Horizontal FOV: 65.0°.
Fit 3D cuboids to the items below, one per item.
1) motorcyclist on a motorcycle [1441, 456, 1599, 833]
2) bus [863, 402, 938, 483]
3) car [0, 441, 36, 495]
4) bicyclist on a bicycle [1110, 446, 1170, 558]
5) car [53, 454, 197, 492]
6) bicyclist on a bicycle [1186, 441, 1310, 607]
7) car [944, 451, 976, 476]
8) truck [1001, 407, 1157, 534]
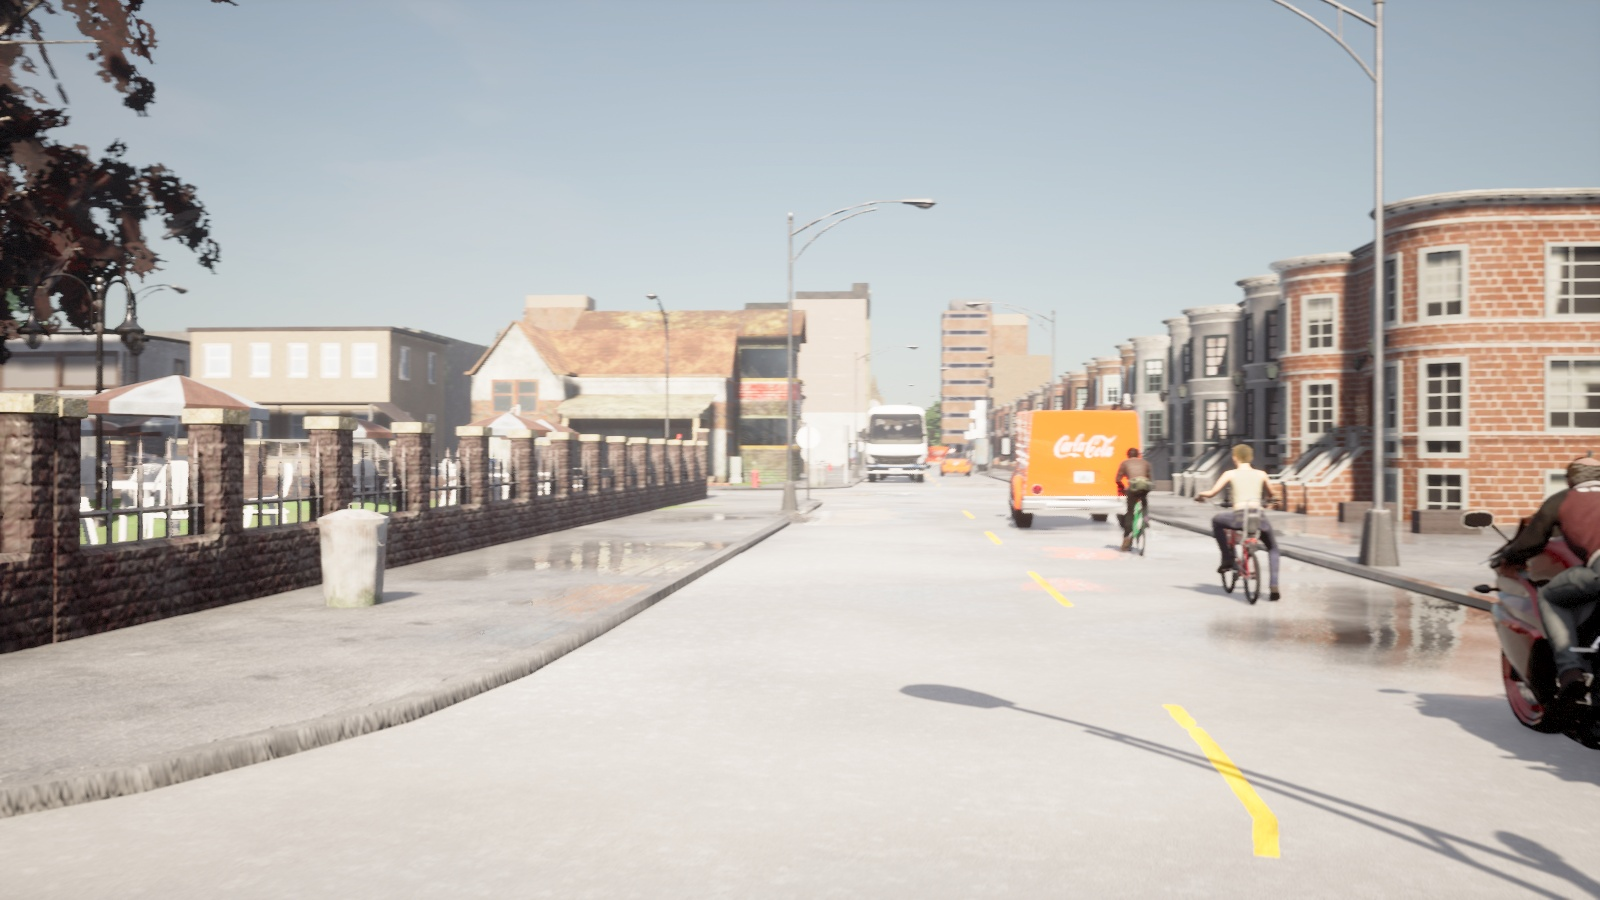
[{"bbox_3d":[3.882,0.798,6.105,0.866,1.530,2.191,0,0,13],"label":"motorcyclist on a motorcycle"},{"bbox_3d":[5.737,-0.364,70.905,3.944,4.253,10.273,0,0,5],"label":"bus"},{"bbox_3d":[-32.931,0.692,48.599,5.566,2.045,2.150,0,0,5],"label":"car"},{"bbox_3d":[5.153,0.764,19.103,0.582,1.620,1.656,0,-1,5],"label":"bicyclist on a bicycle"},{"bbox_3d":[-28.009,0.937,52.177,4.902,1.511,2.128,0,0,5],"label":"car"},{"bbox_3d":[4.607,0.725,13.033,0.866,1.612,1.509,0,0,6],"label":"bicyclist on a bicycle"},{"bbox_3d":[11.437,0.937,89.875,2.097,1.767,4.553,0,0,5],"label":"car"},{"bbox_3d":[5.860,0.368,27.094,2.627,2.467,5.204,0,1,5],"label":"truck"}]
